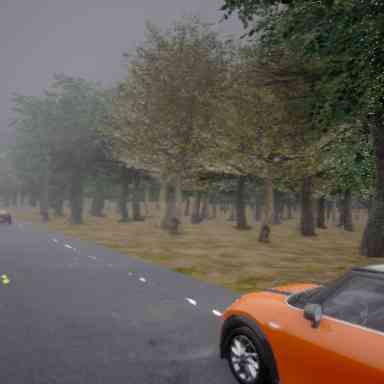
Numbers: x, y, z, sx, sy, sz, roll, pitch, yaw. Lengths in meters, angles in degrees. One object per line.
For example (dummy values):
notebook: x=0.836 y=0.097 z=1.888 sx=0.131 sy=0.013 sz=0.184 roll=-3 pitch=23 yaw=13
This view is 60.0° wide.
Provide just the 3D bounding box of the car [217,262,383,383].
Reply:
car: x=2.275 y=1.551 z=3.558 sx=2.097 sy=1.767 sz=4.553 roll=2 pitch=-3 yaw=-34

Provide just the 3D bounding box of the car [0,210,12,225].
car: x=-20.041 y=2.573 z=34.647 sx=1.882 sy=1.535 sz=5.008 roll=2 pitch=-3 yaw=-34
